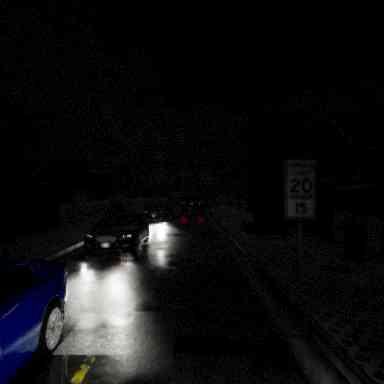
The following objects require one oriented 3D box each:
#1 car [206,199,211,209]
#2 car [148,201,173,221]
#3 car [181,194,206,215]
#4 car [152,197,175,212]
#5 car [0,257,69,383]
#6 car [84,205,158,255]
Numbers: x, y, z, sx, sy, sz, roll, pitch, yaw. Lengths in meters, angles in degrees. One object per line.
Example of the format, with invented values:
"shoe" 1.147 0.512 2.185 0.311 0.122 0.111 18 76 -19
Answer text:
"car" 1.470 1.615 46.751 1.994 1.385 4.181 0 0 13
"car" -2.802 1.492 26.940 2.128 1.511 4.902 0 0 0
"car" 0.016 1.225 33.870 2.150 2.045 5.566 0 0 1
"car" -2.743 1.213 33.183 1.895 1.301 4.718 0 0 0
"car" -2.850 1.475 3.201 1.882 1.535 5.008 0 0 0
"car" -2.840 1.487 13.414 2.128 1.511 4.902 0 0 0
